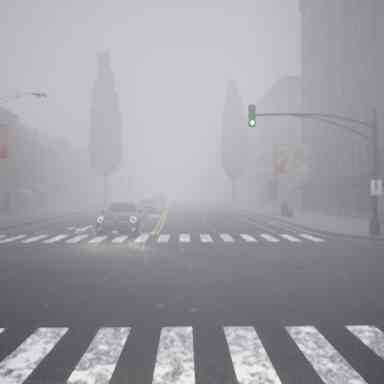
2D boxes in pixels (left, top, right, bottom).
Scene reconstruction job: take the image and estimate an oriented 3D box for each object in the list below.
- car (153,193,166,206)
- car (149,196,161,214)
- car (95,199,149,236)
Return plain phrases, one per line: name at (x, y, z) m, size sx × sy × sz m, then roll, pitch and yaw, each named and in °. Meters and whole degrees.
car at (-5.444, 1.165, 54.342) m, size 2.150 × 2.045 × 5.566 m, roll 0°, pitch 0°, yaw -2°
car at (-4.481, 1.462, 34.475) m, size 1.837 × 1.490 × 4.892 m, roll 0°, pitch 0°, yaw -3°
car at (-3.713, 1.324, 17.984) m, size 2.097 × 1.767 × 4.553 m, roll 0°, pitch 0°, yaw -2°
